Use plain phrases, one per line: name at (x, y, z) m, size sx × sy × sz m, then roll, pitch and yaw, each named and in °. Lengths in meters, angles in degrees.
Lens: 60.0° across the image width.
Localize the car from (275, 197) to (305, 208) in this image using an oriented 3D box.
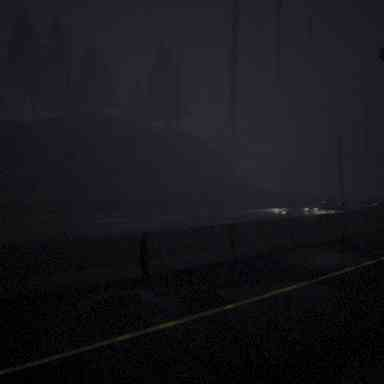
car at (13.112, 1.407, 45.547) m, size 2.128 × 1.511 × 4.902 m, roll -1°, pitch 0°, yaw 39°

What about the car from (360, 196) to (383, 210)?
car at (20.873, 1.265, 38.440) m, size 1.837 × 1.490 × 4.892 m, roll -1°, pitch 0°, yaw 39°

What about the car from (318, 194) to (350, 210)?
car at (17.019, 1.183, 39.273) m, size 2.097 × 1.767 × 4.553 m, roll -1°, pitch 0°, yaw 39°

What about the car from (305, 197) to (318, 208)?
car at (16.759, 1.397, 44.453) m, size 2.033 × 1.411 × 5.357 m, roll -1°, pitch 0°, yaw 39°
